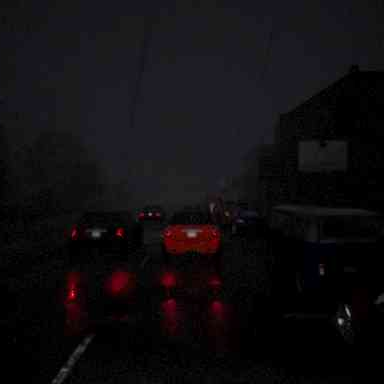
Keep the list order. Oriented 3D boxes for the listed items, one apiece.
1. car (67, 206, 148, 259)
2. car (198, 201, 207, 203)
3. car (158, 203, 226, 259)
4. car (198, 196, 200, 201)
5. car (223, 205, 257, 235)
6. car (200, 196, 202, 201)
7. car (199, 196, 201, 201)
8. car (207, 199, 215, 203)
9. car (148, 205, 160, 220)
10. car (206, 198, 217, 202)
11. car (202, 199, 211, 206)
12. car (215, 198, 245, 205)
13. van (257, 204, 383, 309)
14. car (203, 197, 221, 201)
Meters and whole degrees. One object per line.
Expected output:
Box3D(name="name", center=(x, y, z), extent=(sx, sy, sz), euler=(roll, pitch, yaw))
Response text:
Box3D(name="car", center=(-3.249, 1.483, 13.395), extent=(2.097, 1.767, 4.553), euler=(0, -1, 0))
Box3D(name="car", center=(0.003, 1.776, 28.666), extent=(2.128, 1.511, 4.902), euler=(0, 0, 0))
Box3D(name="car", center=(0.001, 1.483, 13.399), extent=(2.097, 1.767, 4.553), euler=(0, -1, 0))
Box3D(name="car", center=(3.217, 2.276, 80.642), extent=(2.231, 1.521, 4.892), euler=(0, -1, 0))
Box3D(name="car", center=(3.223, 1.717, 19.871), extent=(2.002, 1.452, 4.674), euler=(0, -1, 0))
Box3D(name="car", center=(3.219, 1.987, 64.169), extent=(2.185, 1.767, 4.553), euler=(0, -1, 0))
Box3D(name="car", center=(3.218, 2.041, 69.693), extent=(2.185, 1.767, 4.553), euler=(0, -1, 0))
Box3D(name="car", center=(3.222, 1.842, 36.568), extent=(2.231, 1.521, 4.892), euler=(0, -1, 0))
Box3D(name="car", center=(-3.252, 1.827, 28.336), extent=(2.033, 1.411, 5.357), euler=(0, -1, 0))
Box3D(name="car", center=(3.221, 1.895, 42.094), extent=(2.097, 1.535, 5.008), euler=(0, -1, 0))
Box3D(name="car", center=(3.218, 2.260, 75.121), extent=(2.002, 1.452, 4.674), euler=(0, -1, 0))
Box3D(name="car", center=(3.222, 1.606, 25.494), extent=(2.185, 1.767, 4.553), euler=(0, -1, 0))
Box3D(name="van", center=(3.224, 1.343, 8.944), extent=(1.878, 1.987, 4.442), euler=(0, -1, 0))
Box3D(name="car", center=(3.220, 1.697, 47.530), extent=(2.435, 2.045, 5.566), euler=(0, -1, 0))
